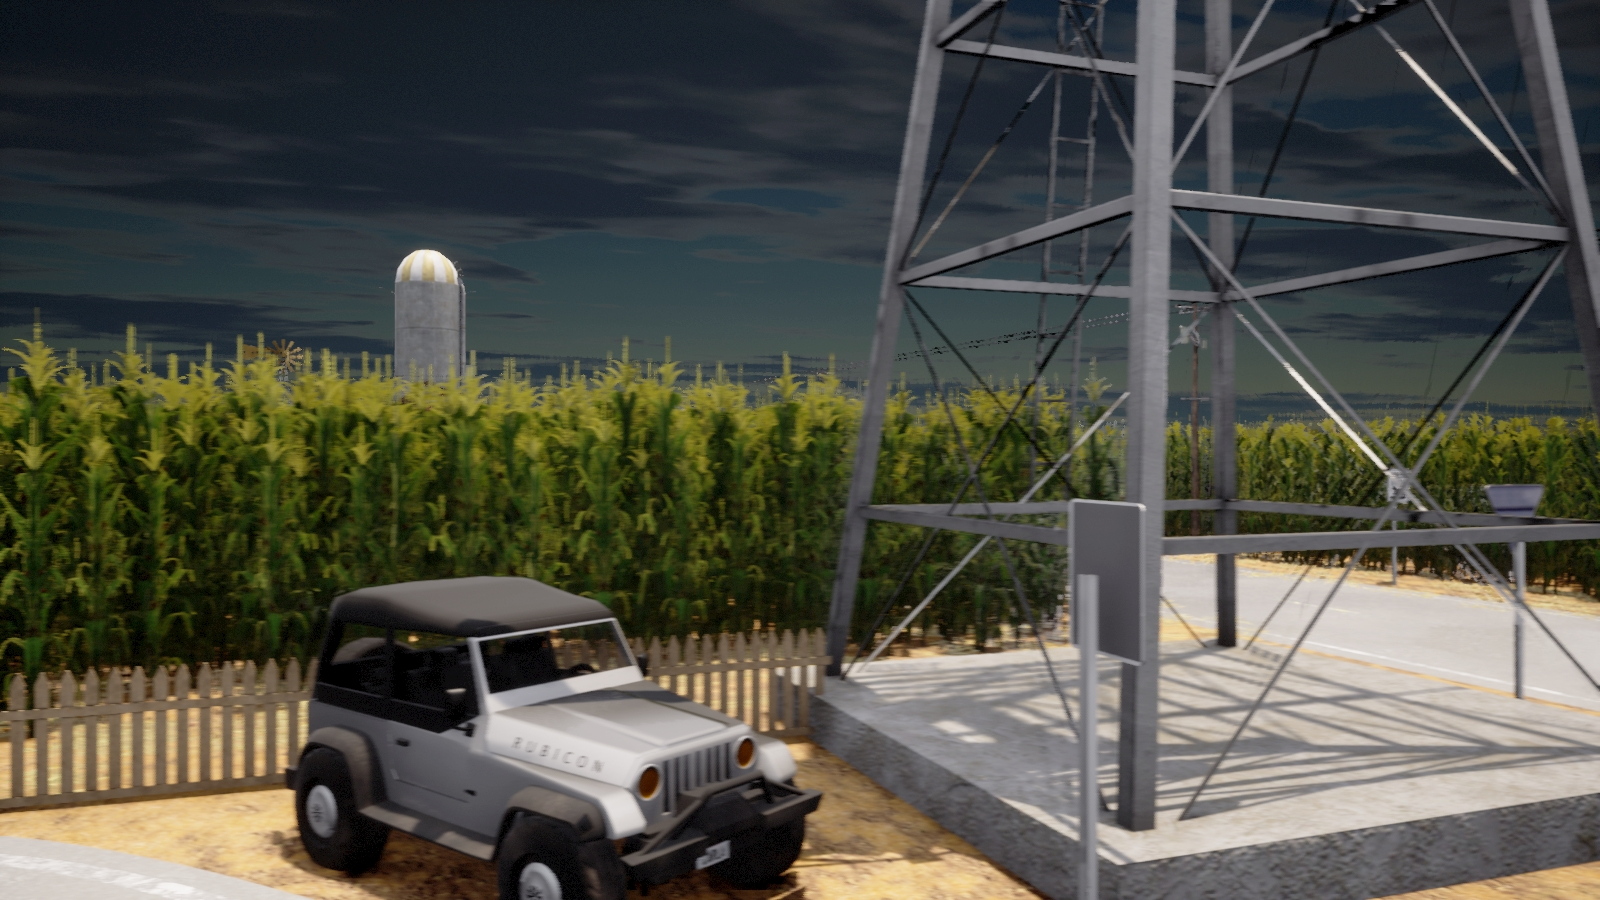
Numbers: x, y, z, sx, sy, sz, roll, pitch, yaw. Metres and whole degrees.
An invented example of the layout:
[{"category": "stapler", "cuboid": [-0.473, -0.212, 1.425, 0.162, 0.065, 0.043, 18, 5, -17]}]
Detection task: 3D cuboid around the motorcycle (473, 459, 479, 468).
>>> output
[{"category": "motorcycle", "cuboid": [-50.846, 2.148, 179.306, 0.764, 1.307, 2.356, 0, 0, -20]}]
